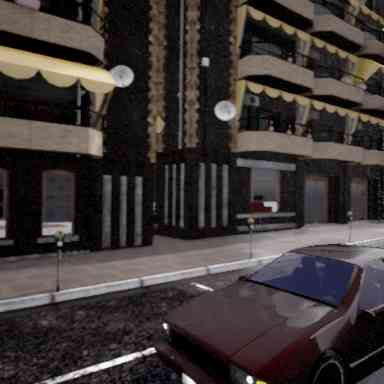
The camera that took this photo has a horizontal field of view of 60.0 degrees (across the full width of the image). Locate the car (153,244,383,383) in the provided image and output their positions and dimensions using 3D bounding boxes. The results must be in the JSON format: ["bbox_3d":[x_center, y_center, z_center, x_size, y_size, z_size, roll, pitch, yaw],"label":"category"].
[{"bbox_3d":[2.155,1.537,4.891,5.357,1.411,2.033,0,0,-35],"label":"car"}]
